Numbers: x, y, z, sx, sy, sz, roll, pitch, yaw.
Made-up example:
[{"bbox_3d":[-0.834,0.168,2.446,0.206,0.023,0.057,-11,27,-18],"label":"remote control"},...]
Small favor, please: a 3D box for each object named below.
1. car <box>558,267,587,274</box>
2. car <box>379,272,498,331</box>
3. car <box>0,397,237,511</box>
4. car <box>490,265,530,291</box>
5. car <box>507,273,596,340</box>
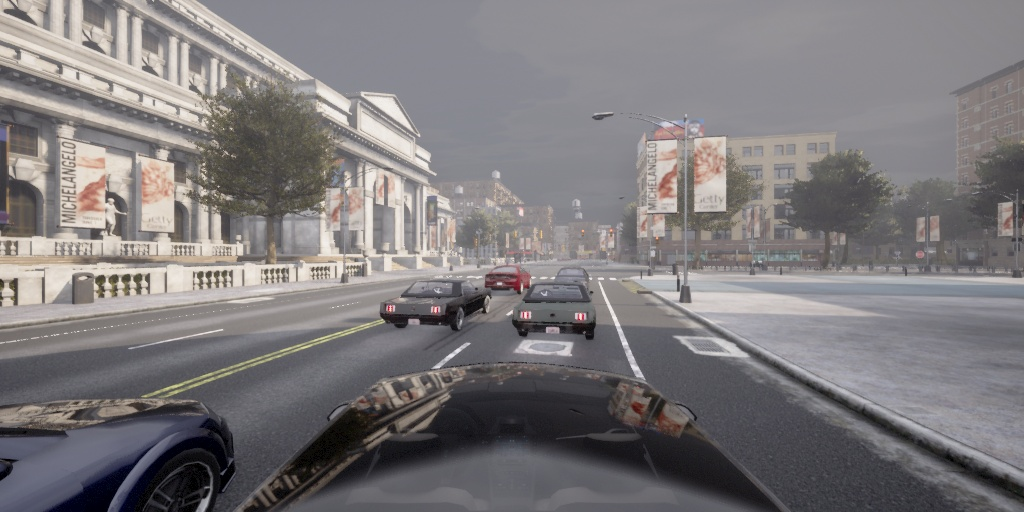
[{"bbox_3d":[3.279,1.297,19.436,2.033,1.411,5.357,0,0,12],"label":"car"},{"bbox_3d":[-2.009,1.351,11.102,1.895,1.301,4.718,0,0,11],"label":"car"},{"bbox_3d":[-3.156,1.314,1.114,1.994,1.385,4.181,0,0,-1],"label":"car"},{"bbox_3d":[-0.114,1.228,20.251,1.882,1.535,5.008,0,0,12],"label":"car"},{"bbox_3d":[1.335,1.351,10.088,1.895,1.301,4.718,0,0,11],"label":"car"}]
